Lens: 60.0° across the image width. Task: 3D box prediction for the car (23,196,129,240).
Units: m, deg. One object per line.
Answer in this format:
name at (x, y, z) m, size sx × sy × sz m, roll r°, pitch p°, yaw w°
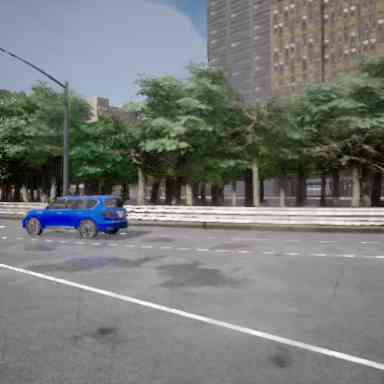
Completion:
car at (-5.936, 1.220, 17.004) m, size 5.566 × 2.045 × 2.150 m, roll 0°, pitch 0°, yaw 20°
